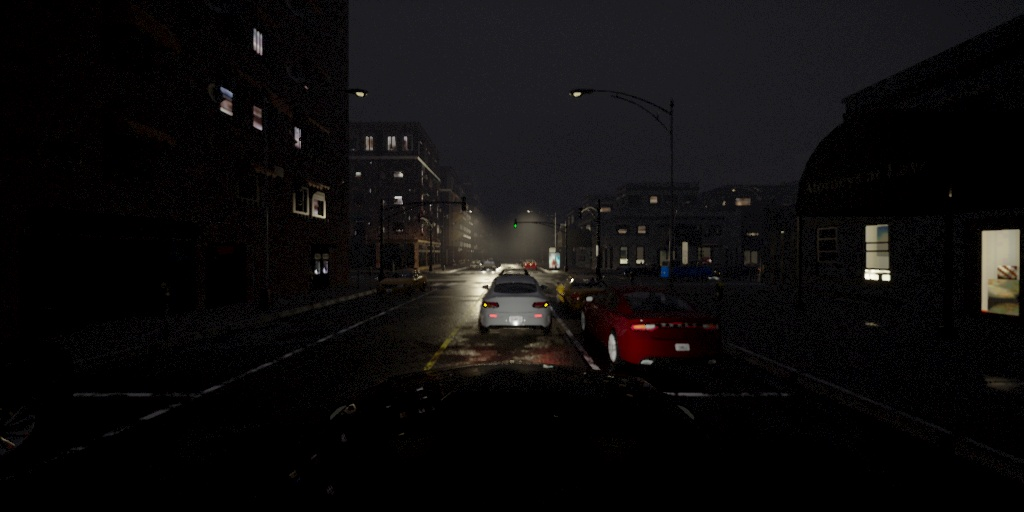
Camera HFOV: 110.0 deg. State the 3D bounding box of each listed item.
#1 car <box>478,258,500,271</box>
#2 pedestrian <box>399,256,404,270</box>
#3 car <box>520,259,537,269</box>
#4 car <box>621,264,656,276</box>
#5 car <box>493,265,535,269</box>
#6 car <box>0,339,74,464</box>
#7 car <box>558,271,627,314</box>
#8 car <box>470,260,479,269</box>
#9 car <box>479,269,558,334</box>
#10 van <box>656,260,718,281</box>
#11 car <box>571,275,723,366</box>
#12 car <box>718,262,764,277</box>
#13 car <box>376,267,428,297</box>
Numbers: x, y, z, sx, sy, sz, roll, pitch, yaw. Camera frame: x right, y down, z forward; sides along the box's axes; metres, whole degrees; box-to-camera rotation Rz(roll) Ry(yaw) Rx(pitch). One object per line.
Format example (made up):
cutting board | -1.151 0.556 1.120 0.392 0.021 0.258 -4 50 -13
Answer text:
car | -3.180 1.354 50.750 2.033 1.411 5.357 0 0 0
pedestrian | -12.696 0.859 41.114 0.375 1.860 0.375 0 0 -1
car | 2.607 1.248 51.724 1.967 1.591 4.097 0 0 0
car | 13.433 1.405 35.820 4.718 1.301 1.895 0 0 -1
car | 0.183 1.367 20.592 1.895 1.301 4.718 0 0 3
car | -5.692 1.316 2.154 1.948 1.339 4.313 0 0 0
car | 2.670 1.285 13.727 1.751 1.417 4.829 0 0 0
car | -5.783 1.370 57.395 2.007 1.370 4.403 0 0 0
car | 0.086 1.282 10.530 1.812 1.442 4.674 0 0 0
van | 14.609 1.184 30.043 3.998 1.789 1.690 0 0 -1
car | 2.680 1.299 7.859 1.888 1.381 4.507 0 0 0
car | 22.352 1.392 35.898 4.181 1.385 1.994 0 0 0
car | -5.720 1.290 19.074 1.751 1.417 4.829 0 0 0
